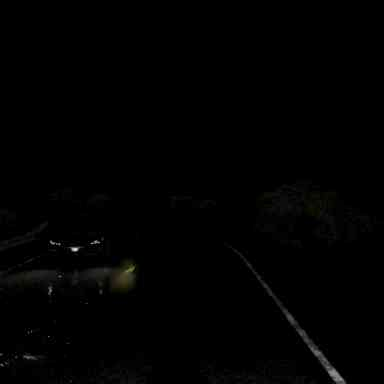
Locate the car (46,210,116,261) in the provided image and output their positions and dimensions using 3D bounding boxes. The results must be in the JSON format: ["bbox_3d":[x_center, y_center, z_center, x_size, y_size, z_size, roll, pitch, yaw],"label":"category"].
[{"bbox_3d":[-3.940,1.487,12.391,1.837,1.490,4.892,0,0,-10],"label":"car"}]
